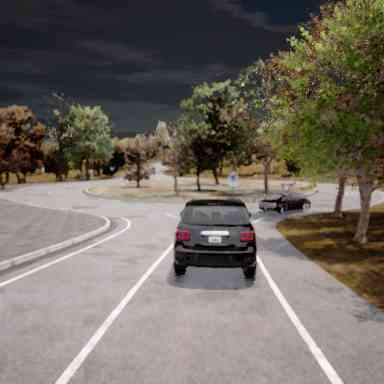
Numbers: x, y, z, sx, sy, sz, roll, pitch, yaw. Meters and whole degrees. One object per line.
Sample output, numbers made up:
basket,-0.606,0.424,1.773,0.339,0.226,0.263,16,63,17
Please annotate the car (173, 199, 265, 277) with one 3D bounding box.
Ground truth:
car,0.722,1.225,10.480,2.150,2.045,5.566,0,0,4

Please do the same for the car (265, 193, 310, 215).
car,7.532,0.847,26.720,4.902,1.511,2.128,-6,7,-37
